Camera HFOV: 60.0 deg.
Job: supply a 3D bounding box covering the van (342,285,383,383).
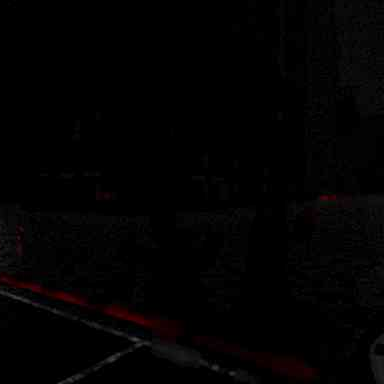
[{"bbox_3d":[2.621,1.334,1.125,3.998,1.788,1.690,0,1,35],"label":"van"}]
